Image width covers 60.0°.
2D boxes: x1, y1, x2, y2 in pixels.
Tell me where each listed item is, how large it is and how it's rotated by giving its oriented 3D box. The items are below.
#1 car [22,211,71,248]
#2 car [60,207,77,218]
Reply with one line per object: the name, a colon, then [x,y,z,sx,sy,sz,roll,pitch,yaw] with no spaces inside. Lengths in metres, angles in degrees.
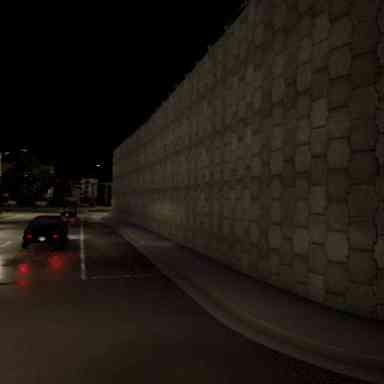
car: [-7.274,1.894,16.742,1.812,1.442,4.674,2,-2,-18]
car: [-15.501,2.481,41.817,1.895,1.301,4.718,2,-2,-17]
